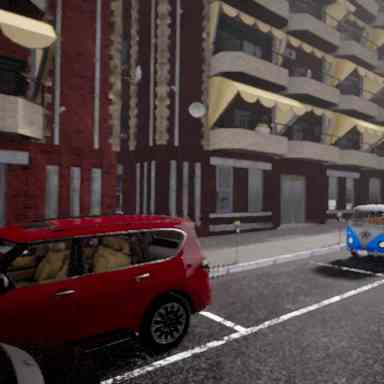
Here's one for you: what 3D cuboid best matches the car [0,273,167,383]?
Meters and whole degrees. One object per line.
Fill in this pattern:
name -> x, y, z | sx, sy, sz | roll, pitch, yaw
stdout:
car -> -2.644, 1.527, 0.959 | 4.892, 1.490, 1.837 | 0, 0, -37

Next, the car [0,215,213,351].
car -> -1.963, 1.334, 4.662 | 5.009, 1.841, 2.192 | 0, 1, -37

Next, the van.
van -> 6.852, 1.313, 11.340 | 3.998, 1.788, 1.690 | 0, 1, -37
